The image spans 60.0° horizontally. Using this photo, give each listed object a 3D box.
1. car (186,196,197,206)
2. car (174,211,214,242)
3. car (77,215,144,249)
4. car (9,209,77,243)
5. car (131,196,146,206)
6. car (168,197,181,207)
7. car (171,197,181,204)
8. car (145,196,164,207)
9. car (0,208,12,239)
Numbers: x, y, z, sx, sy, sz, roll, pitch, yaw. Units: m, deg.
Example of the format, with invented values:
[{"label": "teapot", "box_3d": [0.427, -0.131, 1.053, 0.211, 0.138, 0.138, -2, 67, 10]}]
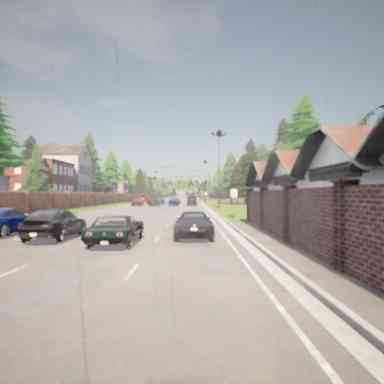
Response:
[{"label": "car", "box_3d": [-0.012, 1.955, 64.113, 2.128, 1.511, 4.902, 0, 0, 0]}, {"label": "car", "box_3d": [0.094, 1.689, 17.272, 1.994, 1.385, 4.181, 0, 0, 0]}, {"label": "car", "box_3d": [-3.406, 1.712, 15.206, 1.895, 1.301, 4.718, 0, 0, 0]}, {"label": "car", "box_3d": [-6.905, 1.627, 16.876, 1.837, 1.490, 4.892, 0, 0, 0]}, {"label": "car", "box_3d": [-10.512, 1.989, 64.111, 1.812, 1.442, 4.674, 0, 0, 0]}, {"label": "car", "box_3d": [-3.511, 1.933, 62.960, 1.882, 1.535, 5.008, 0, 0, 0]}, {"label": "car", "box_3d": [-3.513, 1.903, 73.380, 1.812, 1.442, 4.674, 0, 0, 0]}, {"label": "car", "box_3d": [-7.011, 1.947, 62.959, 2.128, 1.511, 4.902, 0, 0, 0]}, {"label": "car", "box_3d": [-10.405, 1.611, 18.349, 1.882, 1.535, 5.008, 0, 0, 0]}]
